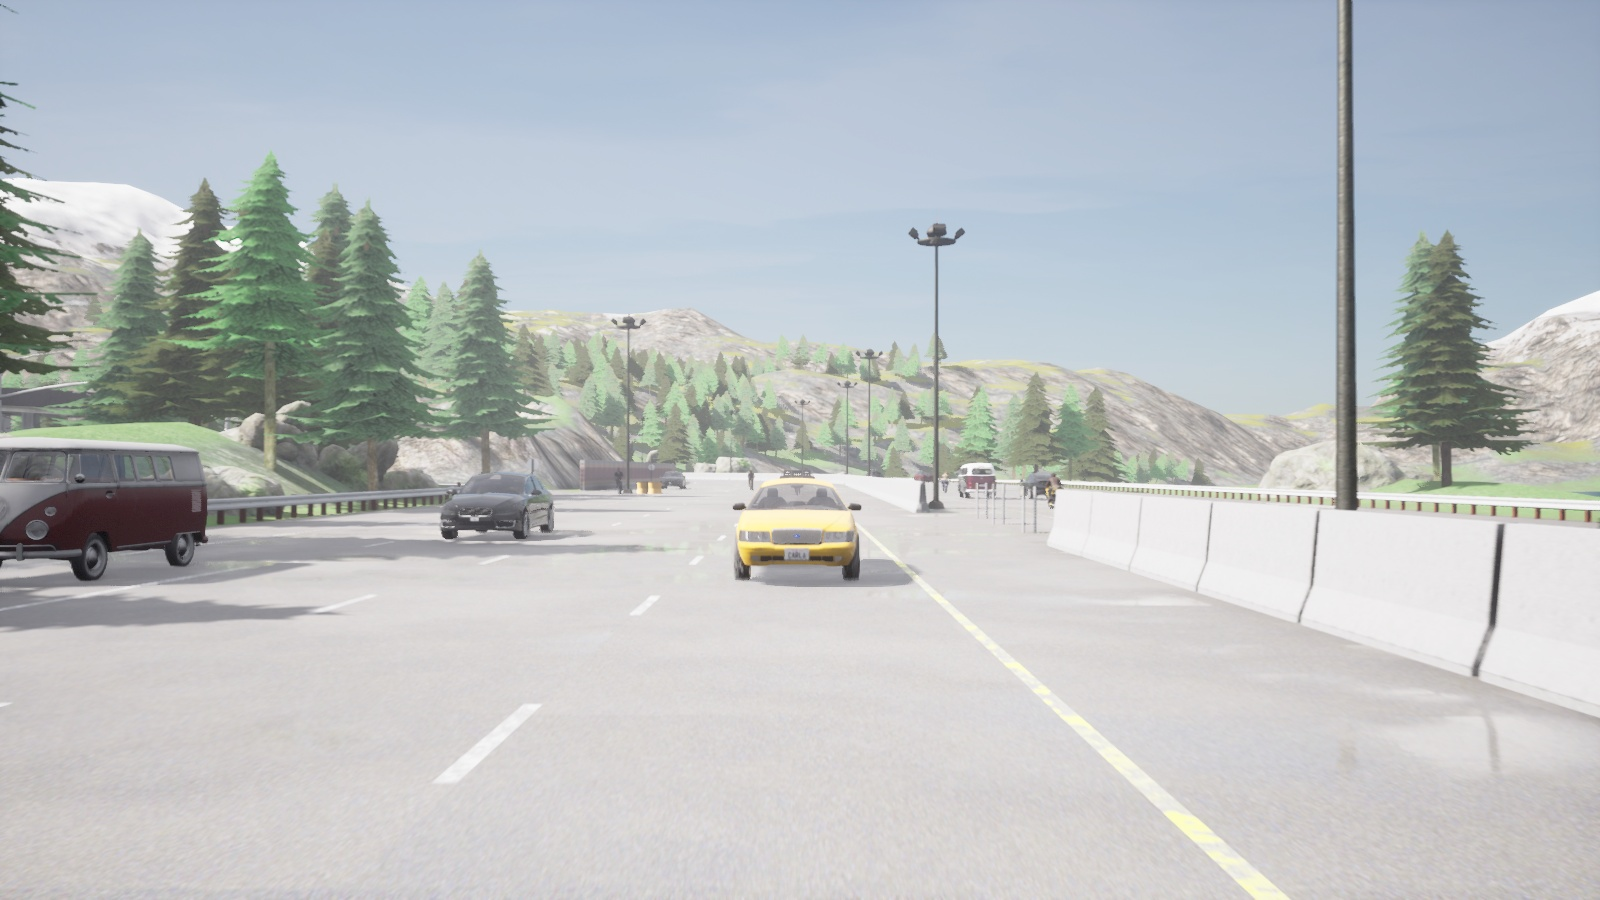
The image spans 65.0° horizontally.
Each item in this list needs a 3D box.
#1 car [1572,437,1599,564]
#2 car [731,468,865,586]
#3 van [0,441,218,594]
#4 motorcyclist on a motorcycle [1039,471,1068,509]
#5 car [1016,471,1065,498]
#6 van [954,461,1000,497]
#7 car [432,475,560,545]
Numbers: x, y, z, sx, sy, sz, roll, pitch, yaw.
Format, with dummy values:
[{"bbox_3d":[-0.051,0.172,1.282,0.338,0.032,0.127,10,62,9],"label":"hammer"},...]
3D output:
[{"bbox_3d":[13.965,0.782,18.161,2.150,2.045,5.566,0,-1,0],"label":"car"},{"bbox_3d":[-0.036,1.081,19.654,1.801,1.575,5.366,0,-1,0],"label":"car"},{"bbox_3d":[-10.535,0.921,18.612,1.775,1.987,4.442,0,-1,0],"label":"van"},{"bbox_3d":[10.407,1.619,51.622,0.797,1.523,2.044,0,-1,0],"label":"motorcyclist on a motorcycle"},{"bbox_3d":[13.869,1.980,72.626,1.837,1.490,4.892,0,-1,0],"label":"car"},{"bbox_3d":[10.366,1.729,73.876,2.069,2.038,4.480,0,-1,0],"label":"van"},{"bbox_3d":[-7.054,1.343,29.641,1.837,1.490,4.892,0,-1,0],"label":"car"}]
